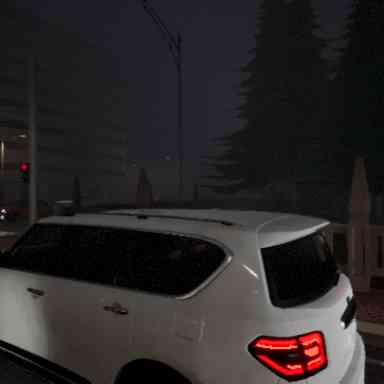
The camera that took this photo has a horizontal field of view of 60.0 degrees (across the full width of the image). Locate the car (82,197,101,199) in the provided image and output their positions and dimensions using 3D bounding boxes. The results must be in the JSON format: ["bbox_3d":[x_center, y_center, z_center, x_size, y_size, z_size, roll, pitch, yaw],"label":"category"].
[{"bbox_3d":[-8.852,1.543,34.191,1.812,1.442,4.674,0,0,31],"label":"car"}]

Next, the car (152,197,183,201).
[{"bbox_3d":[-3.583,1.490,43.105,1.837,1.490,4.892,0,0,31],"label":"car"}]

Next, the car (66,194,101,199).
[{"bbox_3d":[-12.050,1.245,35.674,2.150,2.045,5.566,0,0,31],"label":"car"}]

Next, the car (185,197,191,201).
[{"bbox_3d":[1.768,1.174,52.094,2.150,2.045,5.566,0,0,32],"label":"car"}]

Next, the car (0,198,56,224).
[{"bbox_3d":[-13.436,1.397,26.469,2.097,1.767,4.553,0,0,31],"label":"car"}]

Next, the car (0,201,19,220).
[{"bbox_3d":[-17.073,1.559,27.191,1.837,1.490,4.892,0,0,31],"label":"car"}]

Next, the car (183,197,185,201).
[{"bbox_3d":[-1.841,1.510,52.859,2.033,1.411,5.357,0,0,31],"label":"car"}]

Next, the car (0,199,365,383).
[{"bbox_3d":[-0.941,1.217,4.215,5.566,2.045,2.150,0,0,33],"label":"car"}]
